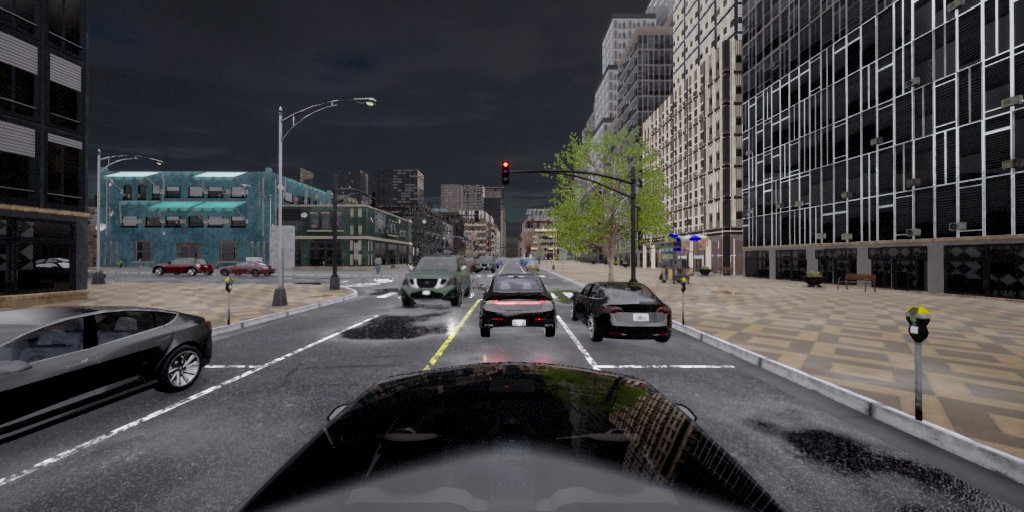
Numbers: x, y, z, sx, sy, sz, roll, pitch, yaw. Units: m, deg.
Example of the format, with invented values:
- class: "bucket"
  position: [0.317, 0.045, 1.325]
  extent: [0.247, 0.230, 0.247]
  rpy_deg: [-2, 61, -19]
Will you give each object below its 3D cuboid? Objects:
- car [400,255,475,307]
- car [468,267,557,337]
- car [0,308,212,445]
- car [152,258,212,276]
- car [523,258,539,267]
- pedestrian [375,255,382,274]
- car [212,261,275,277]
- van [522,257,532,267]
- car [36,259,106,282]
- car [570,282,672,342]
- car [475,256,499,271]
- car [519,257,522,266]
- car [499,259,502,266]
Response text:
- class: "car"
  position: [-3.094, 0.973, 15.709]
  extent: [2.150, 2.045, 5.566]
  rpy_deg: [0, 0, 0]
- class: "car"
  position: [0.115, 1.242, 10.243]
  extent: [2.128, 1.511, 4.902]
  rpy_deg: [0, 0, -1]
- class: "car"
  position: [-5.689, 1.316, 4.036]
  extent: [1.948, 1.339, 4.313]
  rpy_deg: [0, 0, 0]
- class: "car"
  position: [-28.355, 0.880, 30.898]
  extent: [4.097, 1.591, 1.967]
  rpy_deg: [0, 0, -1]
- class: "car"
  position: [2.712, 1.280, 47.771]
  extent: [1.751, 1.417, 4.829]
  rpy_deg: [0, 0, 0]
- class: "pedestrian"
  position: [-12.734, 0.790, 34.060]
  extent: [0.375, 1.860, 0.375]
  rpy_deg: [0, -1, -1]
- class: "car"
  position: [-22.807, 1.091, 30.974]
  extent: [4.207, 1.307, 1.802]
  rpy_deg: [0, 0, -1]
- class: "van"
  position: [2.715, 1.096, 53.153]
  extent: [1.690, 1.789, 3.998]
  rpy_deg: [0, 0, 0]
- class: "car"
  position: [-28.241, 0.981, 22.519]
  extent: [4.207, 1.307, 1.802]
  rpy_deg: [0, 0, -1]
- class: "car"
  position: [2.694, 1.316, 9.572]
  extent: [1.948, 1.339, 4.313]
  rpy_deg: [0, 0, 0]
- class: "car"
  position: [-3.077, 0.974, 42.660]
  extent: [2.150, 2.045, 5.566]
  rpy_deg: [0, 0, 0]
- class: "car"
  position: [2.720, 1.308, 64.255]
  extent: [2.007, 1.370, 4.403]
  rpy_deg: [0, 0, 0]
- class: "car"
  position: [-3.058, 1.234, 58.428]
  extent: [1.882, 1.535, 5.008]
  rpy_deg: [0, 0, 0]
